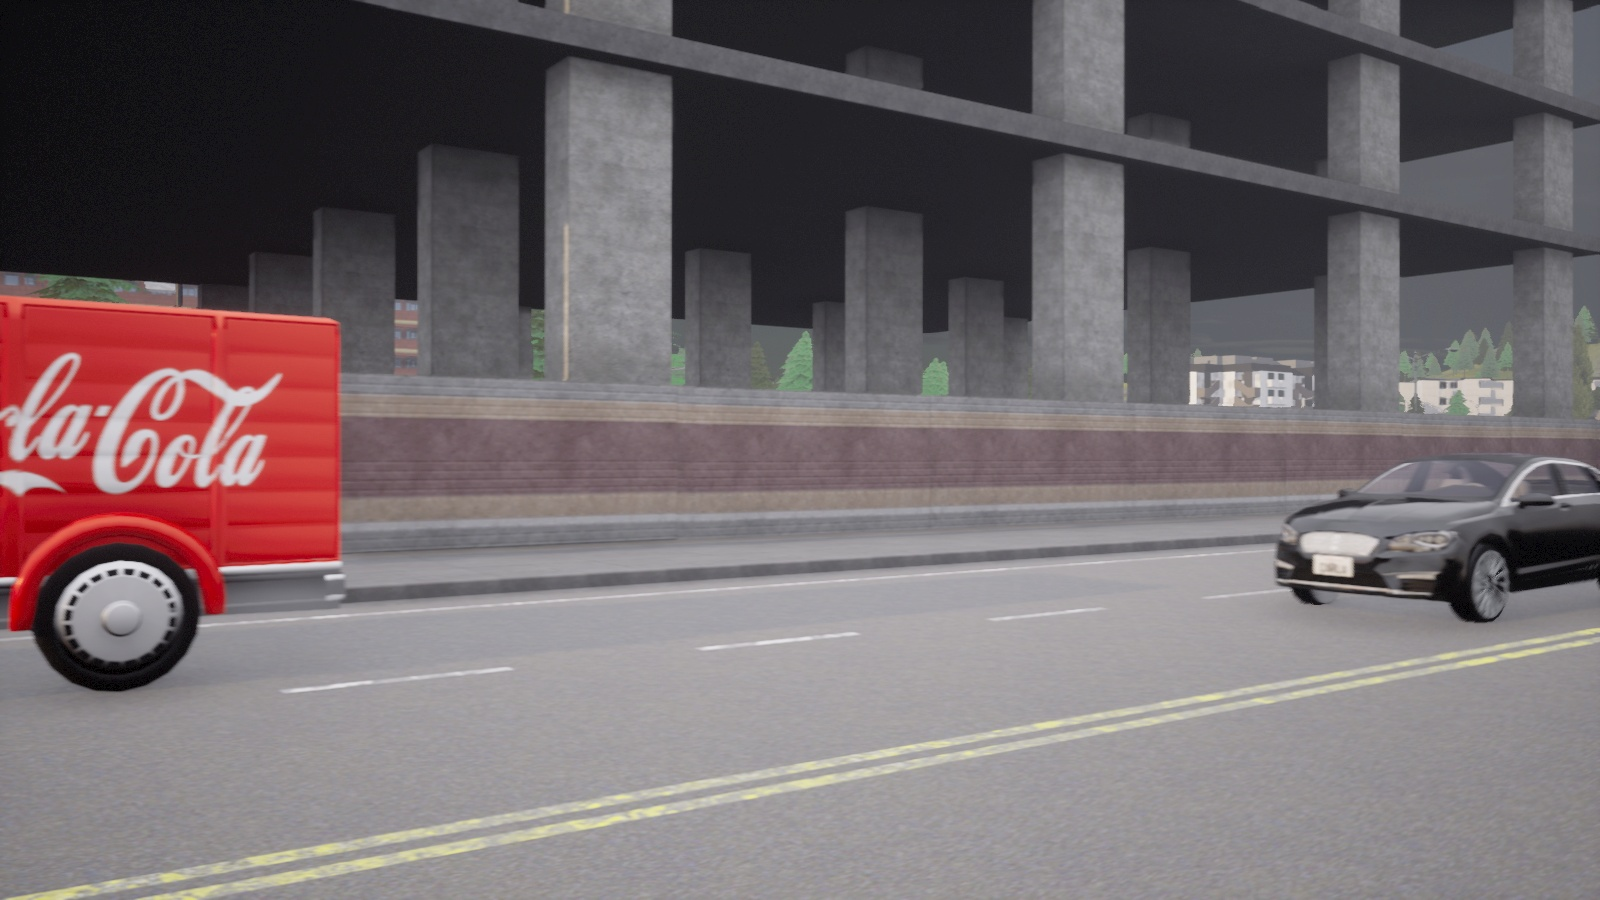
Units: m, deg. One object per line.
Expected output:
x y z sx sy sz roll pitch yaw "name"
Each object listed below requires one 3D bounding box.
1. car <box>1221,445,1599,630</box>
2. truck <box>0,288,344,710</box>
6.658 0.718 12.557 4.902 1.511 2.128 0 0 -35 "car"
-5.955 0.290 8.045 5.204 2.467 2.627 0 0 -35 "truck"
